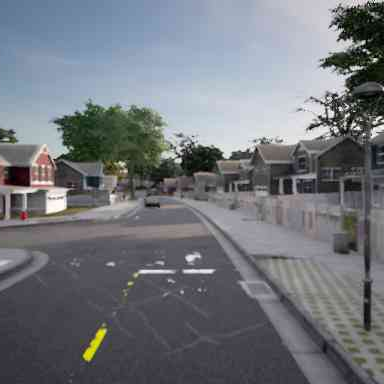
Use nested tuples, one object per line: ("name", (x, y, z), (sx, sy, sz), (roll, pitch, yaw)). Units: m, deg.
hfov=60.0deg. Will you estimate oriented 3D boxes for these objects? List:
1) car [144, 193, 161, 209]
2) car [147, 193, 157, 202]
("car", (-4.701, 1.185, 39.783), (1.882, 1.535, 5.008), (0, 2, -6))
("car", (-7.873, 1.026, 64.730), (1.837, 1.490, 4.892), (0, 1, -9))
